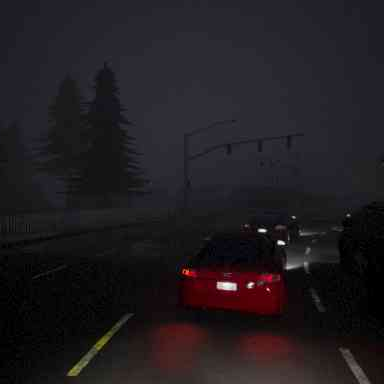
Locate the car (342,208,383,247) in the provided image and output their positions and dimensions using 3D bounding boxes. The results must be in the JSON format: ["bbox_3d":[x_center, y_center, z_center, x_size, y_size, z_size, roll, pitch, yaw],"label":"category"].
[{"bbox_3d":[8.361,1.564,15.805,1.994,1.385,4.181,0,0,28],"label":"car"}]

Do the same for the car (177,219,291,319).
[{"bbox_3d":[1.123,1.564,7.568,1.994,1.385,4.181,0,0,15],"label":"car"}]

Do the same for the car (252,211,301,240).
[{"bbox_3d":[3.783,1.564,15.543,1.994,1.385,4.181,0,0,26],"label":"car"}]

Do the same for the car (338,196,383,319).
[{"bbox_3d":[4.701,1.221,7.210,2.150,2.045,5.566,0,0,15],"label":"car"}]
